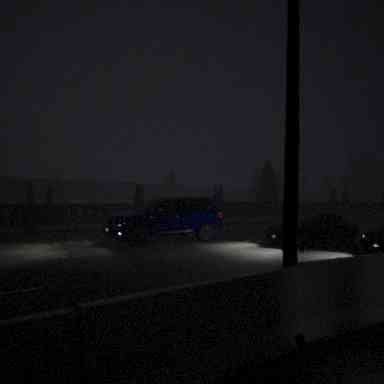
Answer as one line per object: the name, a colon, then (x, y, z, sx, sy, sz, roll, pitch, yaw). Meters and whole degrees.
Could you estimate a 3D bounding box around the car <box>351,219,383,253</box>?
car: (8.555, 1.619, 12.732, 4.674, 1.442, 1.812, 0, 0, -26)

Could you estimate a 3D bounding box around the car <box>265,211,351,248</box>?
car: (5.530, 1.609, 15.117, 4.674, 1.442, 1.812, 1, 0, -27)

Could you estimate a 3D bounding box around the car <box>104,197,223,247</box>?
car: (-1.186, 1.259, 15.427, 5.566, 2.045, 2.150, 1, 0, -30)
